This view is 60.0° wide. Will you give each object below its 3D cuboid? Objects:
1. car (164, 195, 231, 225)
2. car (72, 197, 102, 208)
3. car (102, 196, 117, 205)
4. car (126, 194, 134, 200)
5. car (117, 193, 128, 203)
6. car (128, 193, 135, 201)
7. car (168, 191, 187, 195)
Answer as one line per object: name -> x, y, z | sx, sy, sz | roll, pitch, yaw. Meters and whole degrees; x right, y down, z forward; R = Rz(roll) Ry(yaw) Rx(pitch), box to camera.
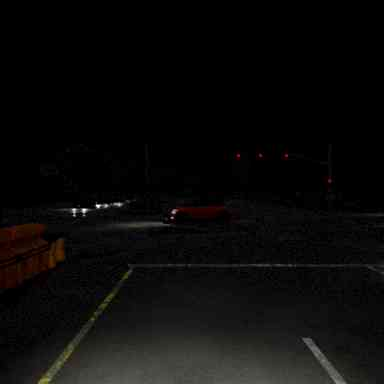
car -> 0.356, 1.277, 23.464 | 4.553, 1.767, 2.097 | 0, 0, -20
car -> -14.091, 1.376, 44.106 | 2.033, 1.411, 5.357 | 0, 0, 0
car -> -14.077, 1.349, 54.087 | 1.994, 1.385, 4.181 | 0, 0, 0
car -> -15.553, 1.154, 83.743 | 1.837, 1.490, 4.892 | 0, 0, -10
car -> -14.033, 1.345, 63.332 | 1.895, 1.301, 4.718 | 0, 0, 1
car -> -14.133, 1.054, 73.601 | 2.097, 1.767, 4.553 | 0, 0, -3
car -> -4.265, 0.822, 95.294 | 2.150, 2.045, 5.566 | 0, 0, -22
